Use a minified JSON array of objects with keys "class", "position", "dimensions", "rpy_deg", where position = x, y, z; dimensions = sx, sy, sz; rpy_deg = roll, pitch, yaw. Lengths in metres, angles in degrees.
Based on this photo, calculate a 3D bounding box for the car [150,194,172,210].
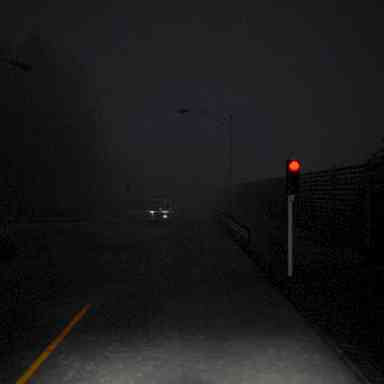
[{"class":"car","position":[-4.209,1.221,43.912],"dimensions":[2.150,2.045,5.566],"rpy_deg":[0,0,0]}]

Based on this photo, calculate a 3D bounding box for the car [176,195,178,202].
[{"class":"car","position":[-4.193,1.525,63.957],"dimensions":[1.812,1.442,4.674],"rpy_deg":[0,0,0]}]

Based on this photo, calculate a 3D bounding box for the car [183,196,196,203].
[{"class":"car","position":[-0.280,1.526,67.646],"dimensions":[1.812,1.442,4.674],"rpy_deg":[0,0,-5]}]

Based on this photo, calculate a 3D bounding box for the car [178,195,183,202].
[{"class":"car","position":[-3.905,1.500,77.012],"dimensions":[4.892,1.490,1.837],"rpy_deg":[0,0,40]}]

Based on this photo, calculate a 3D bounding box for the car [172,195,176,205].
[{"class":"car","position":[-4.221,1.352,53.763],"dimensions":[2.097,1.767,4.553],"rpy_deg":[0,0,0]}]
